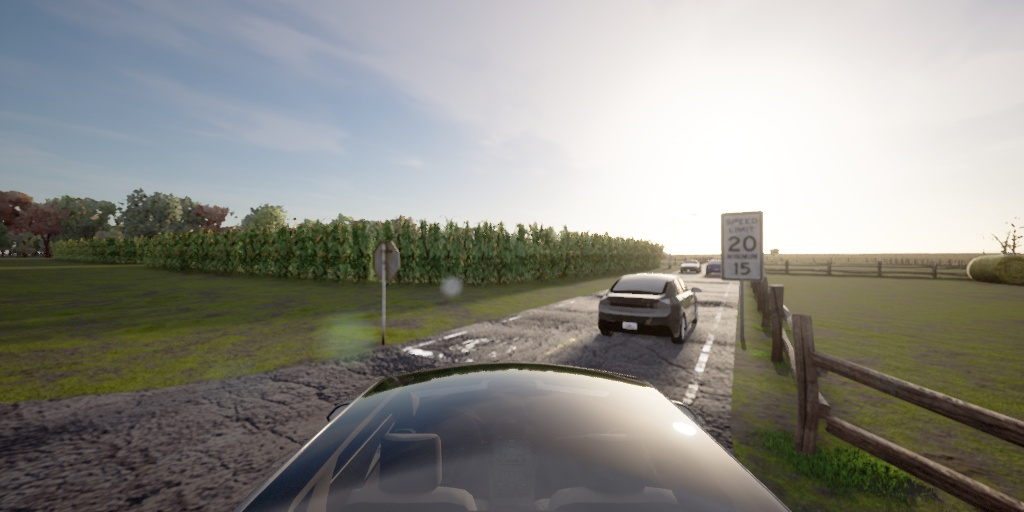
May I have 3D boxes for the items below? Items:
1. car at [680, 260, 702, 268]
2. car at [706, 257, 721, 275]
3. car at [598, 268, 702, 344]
[{"bbox_3d":[20.408,1.172,40.810,2.033,1.411,5.357,0,0,33],"label":"car"},{"bbox_3d":[20.704,1.098,36.058,1.882,1.535,5.008,0,0,33],"label":"car"},{"bbox_3d":[3.799,1.227,9.651,1.837,1.490,4.892,0,0,33],"label":"car"}]
